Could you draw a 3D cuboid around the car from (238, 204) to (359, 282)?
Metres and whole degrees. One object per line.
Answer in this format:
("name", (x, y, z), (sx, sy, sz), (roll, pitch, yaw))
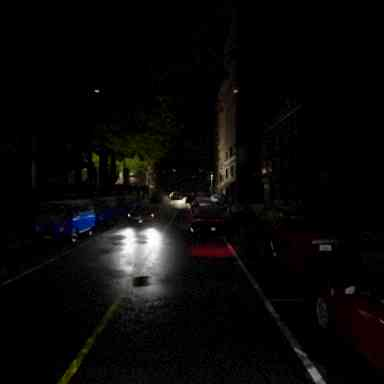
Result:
("car", (2.852, 1.258, 9.496), (2.192, 1.841, 5.009), (0, 0, 0))

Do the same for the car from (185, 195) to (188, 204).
("car", (-0.010, 1.218, 51.940), (1.994, 1.385, 4.181), (0, 0, 0))

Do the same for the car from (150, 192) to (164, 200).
("car", (-5.680, 0.948, 54.736), (2.192, 1.841, 5.009), (0, 0, 0))

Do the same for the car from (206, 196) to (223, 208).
("car", (2.847, 1.261, 43.459), (1.887, 1.381, 4.507), (0, 0, 0))

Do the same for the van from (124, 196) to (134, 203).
("van", (-5.675, 1.176, 26.448), (1.690, 1.788, 3.998), (0, 0, 0))

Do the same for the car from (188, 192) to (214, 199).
("car", (0.893, 1.145, 32.418), (2.097, 1.767, 4.553), (0, 0, 0))

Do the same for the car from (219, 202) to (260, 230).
("car", (2.851, 1.417, 20.818), (1.887, 1.381, 4.507), (0, 0, 0))

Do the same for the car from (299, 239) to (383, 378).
("car", (2.854, 1.559, 3.837), (1.802, 1.307, 4.206), (0, 0, 0))

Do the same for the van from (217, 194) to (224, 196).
("van", (2.847, 1.097, 37.797), (1.690, 1.788, 3.998), (0, 0, 0))

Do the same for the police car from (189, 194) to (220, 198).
("police car", (0.895, 1.259, 26.559), (1.930, 1.638, 5.238), (0, 0, 0))

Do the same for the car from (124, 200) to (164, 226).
("car", (-3.104, 1.463, 22.298), (1.895, 1.301, 4.718), (0, 0, 0))

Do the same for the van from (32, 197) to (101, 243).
("van", (-5.673, 1.250, 15.132), (1.690, 1.788, 3.998), (0, 0, 0))

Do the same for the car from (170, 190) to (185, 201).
("car", (-3.013, 0.956, 65.265), (2.097, 1.767, 4.553), (0, 0, 0))

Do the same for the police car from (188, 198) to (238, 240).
("police car", (0.897, 1.325, 16.560), (1.930, 1.638, 5.238), (0, 0, 0))

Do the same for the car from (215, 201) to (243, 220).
("car", (2.850, 1.416, 26.478), (1.802, 1.307, 4.206), (0, 0, 0))

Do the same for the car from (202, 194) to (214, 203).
("car", (2.844, 1.155, 60.440), (1.947, 1.339, 4.313), (0, 0, 0))

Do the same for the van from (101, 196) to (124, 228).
("van", (-5.675, 1.213, 20.789), (1.690, 1.788, 3.998), (0, 0, 0))

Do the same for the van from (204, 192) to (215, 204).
("van", (2.845, 0.974, 54.778), (1.690, 1.788, 3.998), (0, 0, 0))

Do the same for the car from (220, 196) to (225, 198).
("car", (2.849, 1.378, 32.139), (1.802, 1.307, 4.206), (0, 0, 0))
